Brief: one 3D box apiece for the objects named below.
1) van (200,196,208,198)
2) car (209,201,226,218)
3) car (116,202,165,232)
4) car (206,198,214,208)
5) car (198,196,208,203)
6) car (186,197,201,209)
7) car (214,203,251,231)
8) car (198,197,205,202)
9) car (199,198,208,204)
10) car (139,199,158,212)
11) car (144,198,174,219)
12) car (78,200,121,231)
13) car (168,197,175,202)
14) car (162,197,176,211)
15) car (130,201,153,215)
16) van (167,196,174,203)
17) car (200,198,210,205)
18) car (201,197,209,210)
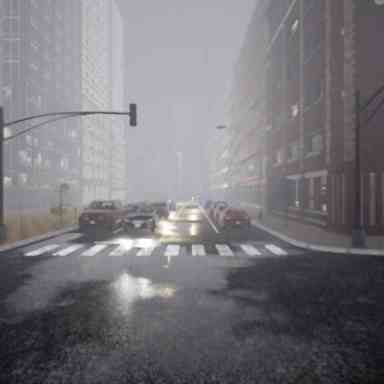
[{"bbox_3d":[2.688,1.742,65.793,1.690,1.788,3.998,0,0,0],"label":"van"},{"bbox_3d":[2.687,1.700,27.099,1.887,1.381,4.507,0,0,0],"label":"car"},{"bbox_3d":[-3.100,1.612,21.059,2.128,1.511,4.902,0,0,-2],"label":"car"},{"bbox_3d":[2.686,1.629,32.627,1.967,1.590,4.097,0,0,0],"label":"car"},{"bbox_3d":[2.687,1.829,82.376,2.192,1.841,5.009,0,0,0],"label":"car"},{"bbox_3d":[0.001,1.911,51.901,1.895,1.301,4.718,0,0,0],"label":"car"},{"bbox_3d":[2.687,1.668,21.572,1.887,1.381,4.507,0,0,0],"label":"car"},{"bbox_3d":[2.690,2.158,93.429,1.947,1.339,4.313,0,0,0],"label":"car"},{"bbox_3d":[2.689,2.026,76.846,2.008,1.369,4.403,0,0,0],"label":"car"},{"bbox_3d":[-5.693,1.696,43.684,1.967,1.590,4.097,0,0,0],"label":"car"},{"bbox_3d":[-3.080,1.658,31.343,1.882,1.535,5.008,0,0,0],"label":"car"},{"bbox_3d":[-5.695,1.438,21.574,2.192,1.841,5.009,0,0,0],"label":"car"},{"bbox_3d":[-5.690,2.173,93.430,1.802,1.307,4.206,0,0,0],"label":"car"},{"bbox_3d":[-3.075,1.747,43.733,2.128,1.511,4.902,0,0,0],"label":"car"},{"bbox_3d":[-5.693,1.787,38.155,1.947,1.339,4.313,0,0,0],"label":"car"},{"bbox_3d":[-5.692,1.893,87.904,1.690,1.788,3.998,0,0,0],"label":"van"},{"bbox_3d":[2.689,1.983,71.319,1.887,1.381,4.507,0,0,0],"label":"car"},{"bbox_3d":[2.687,1.858,49.209,1.947,1.339,4.313,0,0,0],"label":"car"}]
